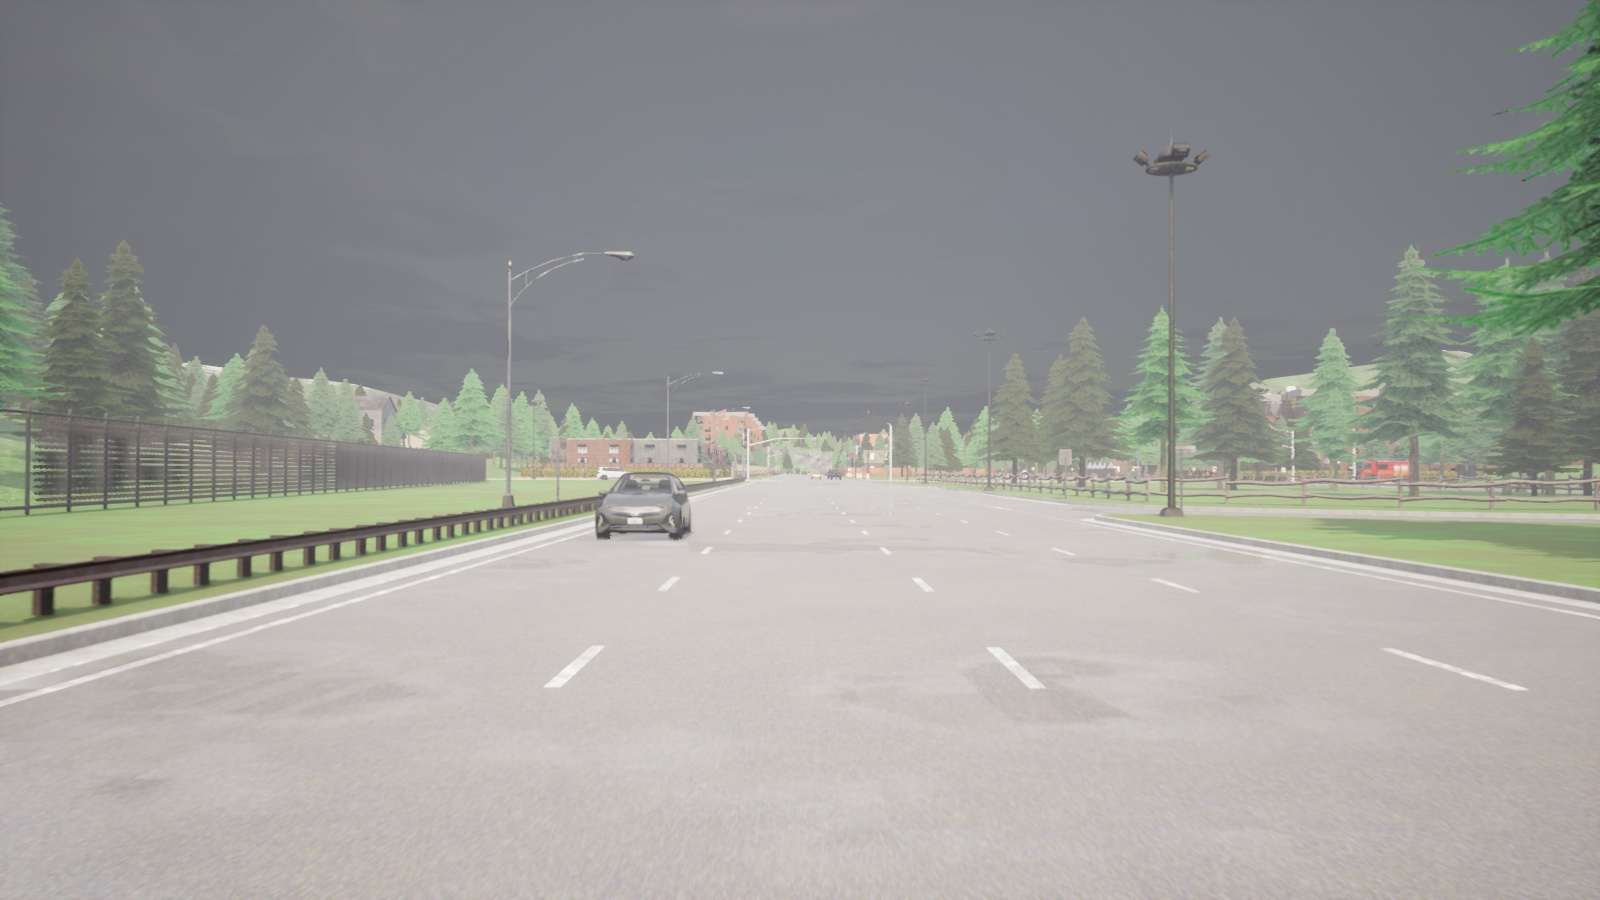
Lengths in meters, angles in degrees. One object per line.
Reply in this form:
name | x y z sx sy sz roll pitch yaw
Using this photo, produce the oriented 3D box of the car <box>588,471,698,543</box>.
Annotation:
car | -3.571 1.266 29.303 2.007 1.525 4.514 0 -1 0
